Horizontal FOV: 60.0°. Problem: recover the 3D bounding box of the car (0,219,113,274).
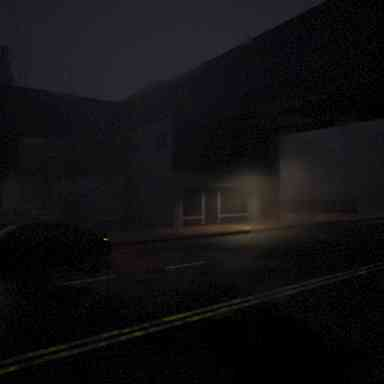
[{"bbox_3d":[-4.578,1.522,9.290,4.674,1.442,1.812,0,0,-35],"label":"car"}]
